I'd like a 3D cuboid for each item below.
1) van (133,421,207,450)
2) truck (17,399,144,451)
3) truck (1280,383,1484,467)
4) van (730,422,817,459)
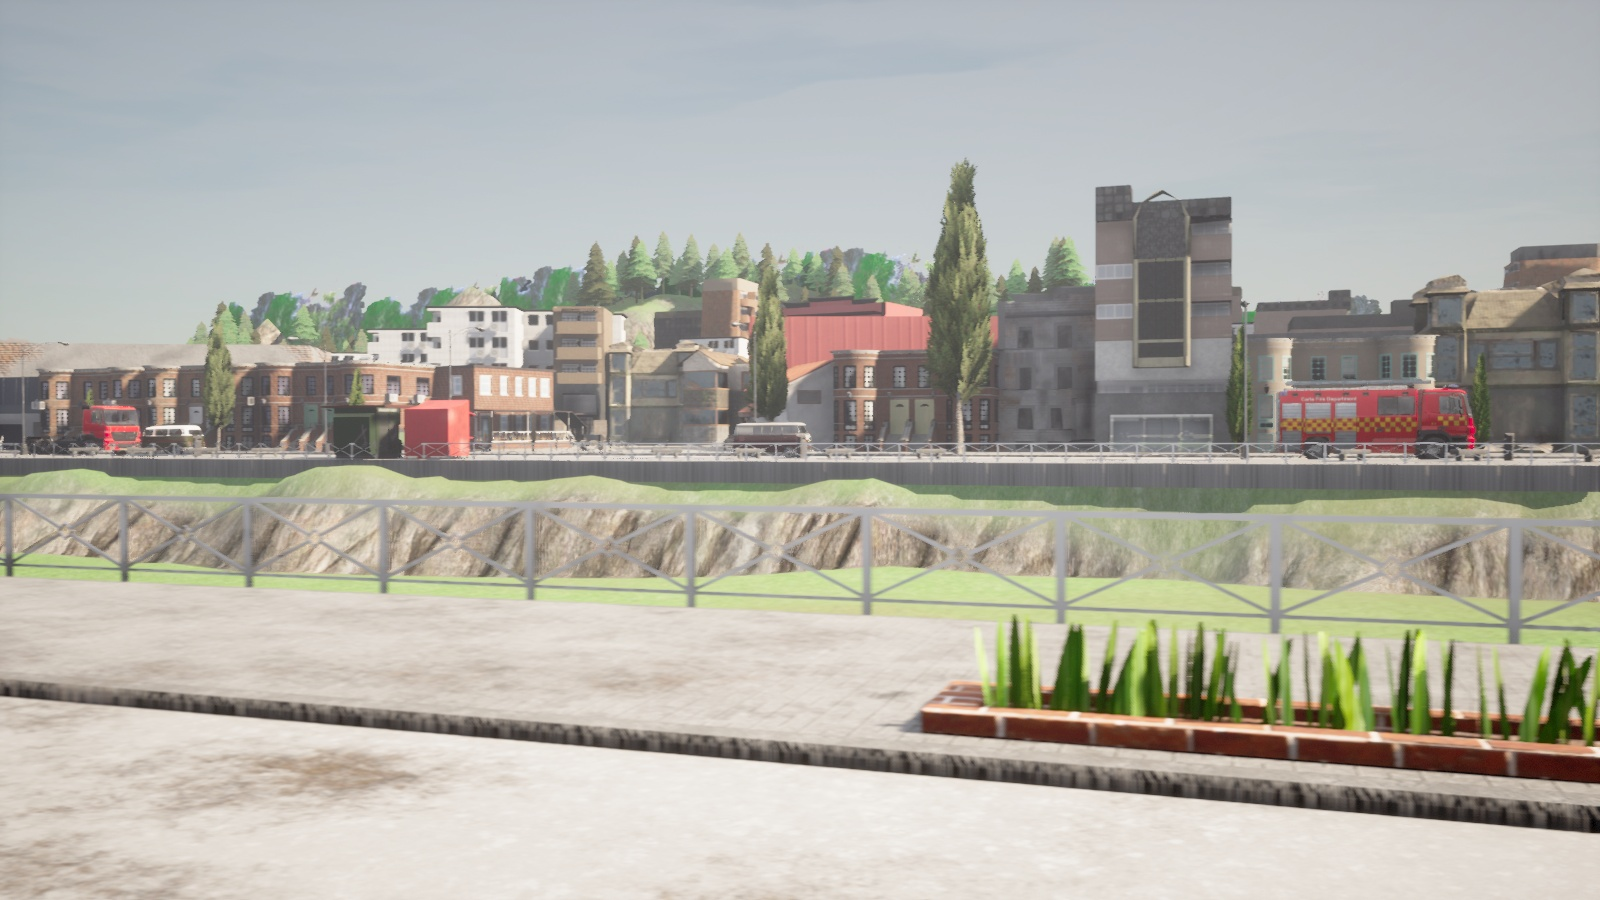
[{"bbox_3d":[-44.039,-1.022,87.843,4.480,2.038,2.069,1,1,19],"label":"van"},{"bbox_3d":[-48.828,-1.704,85.224,7.936,3.462,2.891,1,1,19],"label":"truck"},{"bbox_3d":[27.394,-1.190,59.602,8.468,3.827,2.891,1,1,19],"label":"truck"},{"bbox_3d":[-1.476,-0.536,69.320,4.442,1.987,1.775,1,1,19],"label":"van"}]
